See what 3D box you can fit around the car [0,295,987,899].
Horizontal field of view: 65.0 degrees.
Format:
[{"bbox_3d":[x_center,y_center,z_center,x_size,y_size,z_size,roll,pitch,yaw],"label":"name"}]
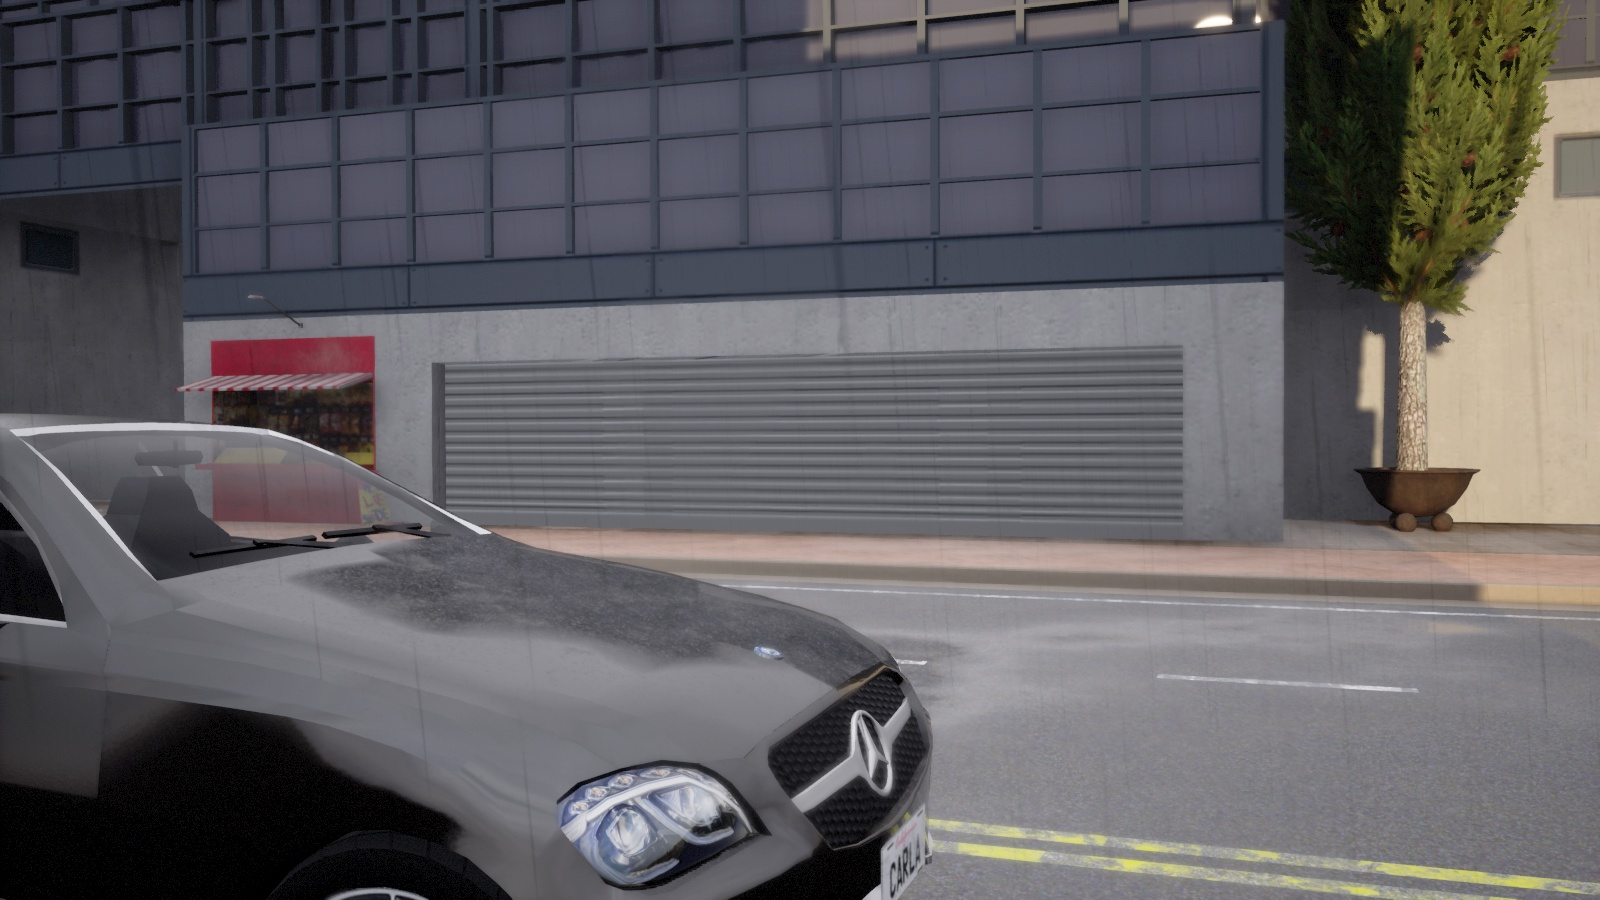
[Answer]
[{"bbox_3d":[-2.120,0.535,3.904,5.027,1.651,2.152,1,1,19],"label":"car"}]
